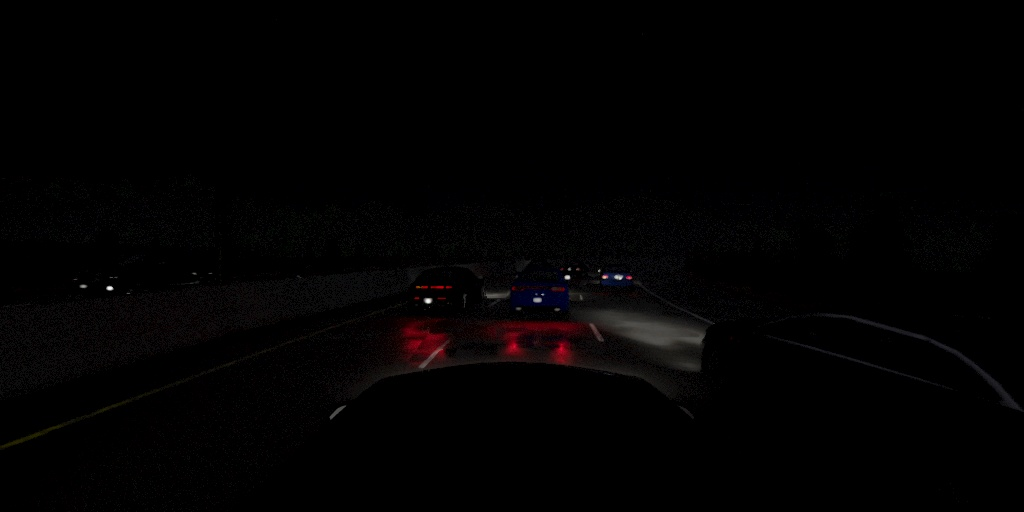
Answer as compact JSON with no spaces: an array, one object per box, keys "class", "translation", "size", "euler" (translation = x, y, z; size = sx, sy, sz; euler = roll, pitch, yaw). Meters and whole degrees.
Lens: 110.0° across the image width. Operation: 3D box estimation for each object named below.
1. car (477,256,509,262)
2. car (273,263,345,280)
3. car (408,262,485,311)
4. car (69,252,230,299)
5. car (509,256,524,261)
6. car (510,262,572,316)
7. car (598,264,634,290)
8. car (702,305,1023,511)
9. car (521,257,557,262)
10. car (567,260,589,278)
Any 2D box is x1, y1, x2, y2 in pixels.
[{"class":"car","translation":[-2.504,0.797,39.753],"size":[2.097,1.767,4.553],"euler":[0,1,23]},{"class":"car","translation":[-11.849,1.126,21.282],"size":[1.994,1.385,4.181],"euler":[0,0,12]},{"class":"car","translation":[-2.330,1.154,13.823],"size":[1.837,1.490,4.892],"euler":[0,0,8]},{"class":"car","translation":[-16.265,0.806,16.675],"size":[2.150,2.045,5.566],"euler":[0,0,9]},{"class":"car","translation":[1.018,0.784,60.986],"size":[2.128,1.511,4.902],"euler":[0,0,34]},{"class":"car","translation":[1.098,1.142,13.141],"size":[1.882,1.535,5.008],"euler":[0,0,8]},{"class":"car","translation":[6.217,1.162,21.527],"size":[2.033,1.411,5.357],"euler":[0,0,14]},{"class":"car","translation":[3.753,1.239,3.533],"size":[2.128,1.511,4.902],"euler":[0,0,2]},{"class":"car","translation":[2.580,1.039,33.164],"size":[1.812,1.442,4.674],"euler":[0,0,20]},{"class":"car","translation":[5.464,1.086,31.030],"size":[2.033,1.411,5.357],"euler":[0,0,20]}]
